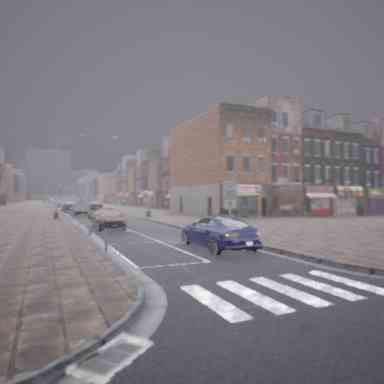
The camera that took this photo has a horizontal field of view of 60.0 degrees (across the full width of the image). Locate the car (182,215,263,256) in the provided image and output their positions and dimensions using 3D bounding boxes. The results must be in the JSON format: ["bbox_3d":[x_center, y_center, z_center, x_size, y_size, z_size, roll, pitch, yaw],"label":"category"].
[{"bbox_3d":[1.119,1.683,13.921,1.812,1.442,4.674,1,-1,-24],"label":"car"}]

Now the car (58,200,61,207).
[{"bbox_3d":[-19.844,2.122,53.105,1.837,1.490,4.892,1,-1,-24],"label":"car"}]

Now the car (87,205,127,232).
[{"bbox_3d":[-5.548,1.777,22.046,1.887,1.381,4.507,1,-1,-24],"label":"car"}]

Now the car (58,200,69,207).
[{"bbox_3d":[-27.949,2.448,72.205,1.887,1.381,4.507,1,-1,-24],"label":"car"}]

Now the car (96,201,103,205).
[{"bbox_3d":[-13.772,2.023,47.164,1.882,1.535,5.008,1,-1,-24],"label":"car"}]

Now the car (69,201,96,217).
[{"bbox_3d":[-12.268,1.974,37.093,1.947,1.339,4.313,1,-1,-24],"label":"car"}]

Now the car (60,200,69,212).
[{"bbox_3d":[-16.985,2.008,46.716,1.882,1.535,5.008,1,-1,-24],"label":"car"}]
